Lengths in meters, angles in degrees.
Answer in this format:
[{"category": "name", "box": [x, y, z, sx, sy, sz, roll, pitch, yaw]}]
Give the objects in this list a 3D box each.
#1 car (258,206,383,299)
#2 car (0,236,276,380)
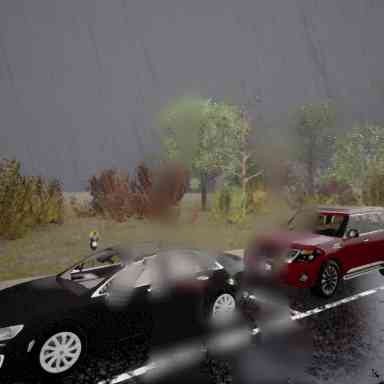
[{"category": "car", "box": [3.657, 1.317, 8.679, 5.009, 1.841, 2.192, 0, 1, -35]}, {"category": "car", "box": [-0.952, 1.551, 5.406, 4.403, 1.369, 2.008, 0, 1, -35]}]
